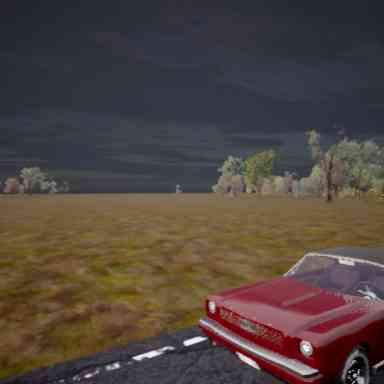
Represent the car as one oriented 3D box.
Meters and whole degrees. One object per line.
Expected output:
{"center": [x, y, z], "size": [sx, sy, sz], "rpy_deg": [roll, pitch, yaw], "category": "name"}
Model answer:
{"center": [2.427, 1.606, 5.073], "size": [4.718, 1.301, 1.895], "rpy_deg": [0, 0, -36], "category": "car"}
